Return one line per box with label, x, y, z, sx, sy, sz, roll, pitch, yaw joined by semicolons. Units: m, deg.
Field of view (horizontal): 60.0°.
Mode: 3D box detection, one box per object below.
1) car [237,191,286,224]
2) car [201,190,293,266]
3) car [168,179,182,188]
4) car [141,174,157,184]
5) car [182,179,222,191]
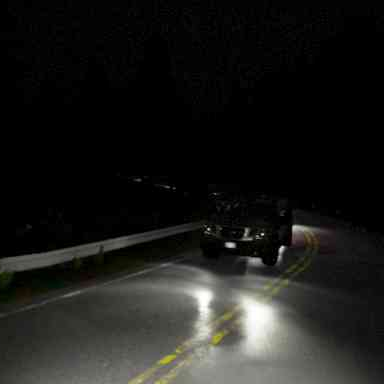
car;4.341;0.902;21.468;1.812;1.442;4.674;3;4;-4
car;2.216;1.074;11.810;2.150;2.045;5.566;3;2;24
car;-0.814;-0.834;39.451;2.033;1.411;5.357;3;5;-36
car;-6.302;-2.059;48.525;2.128;1.511;4.902;3;5;-15
car;1.454;-0.146;31.073;1.882;1.535;5.008;2;5;-35
